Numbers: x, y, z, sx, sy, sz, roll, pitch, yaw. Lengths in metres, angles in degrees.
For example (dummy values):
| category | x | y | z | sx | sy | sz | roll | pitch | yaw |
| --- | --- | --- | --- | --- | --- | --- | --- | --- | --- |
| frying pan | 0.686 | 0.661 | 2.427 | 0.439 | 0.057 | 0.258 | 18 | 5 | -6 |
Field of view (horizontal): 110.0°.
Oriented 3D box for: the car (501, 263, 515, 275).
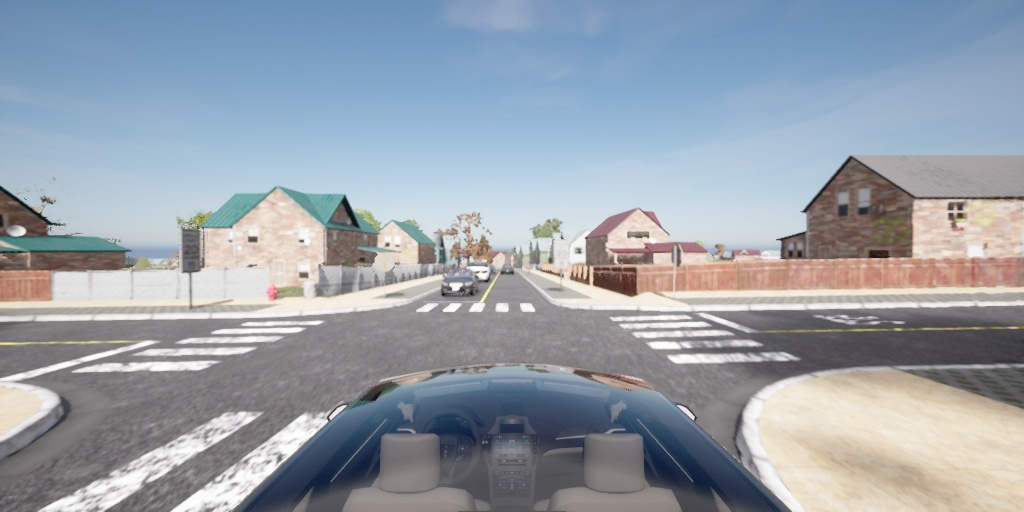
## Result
| category | x | y | z | sx | sy | sz | roll | pitch | yaw |
| --- | --- | --- | --- | --- | --- | --- | --- | --- | --- |
| car | -0.638 | 2.049 | 52.718 | 1.994 | 1.385 | 4.181 | 0 | -1 | -1 |

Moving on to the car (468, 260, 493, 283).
| category | x | y | z | sx | sy | sz | roll | pitch | yaw |
| --- | --- | --- | --- | --- | --- | --- | --- | --- | --- |
| car | -3.189 | 1.385 | 33.837 | 2.150 | 2.045 | 5.566 | 0 | 0 | -1 |

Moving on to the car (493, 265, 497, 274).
| category | x | y | z | sx | sy | sz | roll | pitch | yaw |
| --- | --- | --- | --- | --- | --- | --- | --- | --- | --- |
| car | -3.441 | 2.025 | 54.493 | 1.837 | 1.490 | 4.892 | 0 | -2 | 0 |

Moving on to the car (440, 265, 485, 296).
| category | x | y | z | sx | sy | sz | roll | pitch | yaw |
| --- | --- | --- | --- | --- | --- | --- | --- | --- | --- |
| car | -2.990 | 1.484 | 21.318 | 2.128 | 1.511 | 4.902 | 0 | -1 | -1 |
